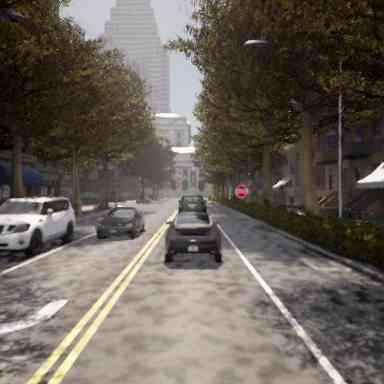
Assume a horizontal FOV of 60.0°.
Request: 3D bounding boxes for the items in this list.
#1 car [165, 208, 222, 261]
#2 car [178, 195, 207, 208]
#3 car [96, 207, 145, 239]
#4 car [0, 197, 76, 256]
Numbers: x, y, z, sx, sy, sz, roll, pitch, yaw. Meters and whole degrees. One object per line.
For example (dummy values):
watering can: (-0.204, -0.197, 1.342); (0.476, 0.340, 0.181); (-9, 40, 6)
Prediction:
car: (0.056, 1.500, 12.283); (1.837, 1.490, 4.892); (0, -1, 0)
car: (0.046, 1.219, 26.595); (2.150, 2.045, 5.566); (0, 0, 0)
car: (-3.579, 1.525, 17.449); (1.812, 1.442, 4.674); (0, 0, 0)
car: (-6.557, 1.228, 13.558); (2.435, 2.045, 5.566); (0, 0, 0)
